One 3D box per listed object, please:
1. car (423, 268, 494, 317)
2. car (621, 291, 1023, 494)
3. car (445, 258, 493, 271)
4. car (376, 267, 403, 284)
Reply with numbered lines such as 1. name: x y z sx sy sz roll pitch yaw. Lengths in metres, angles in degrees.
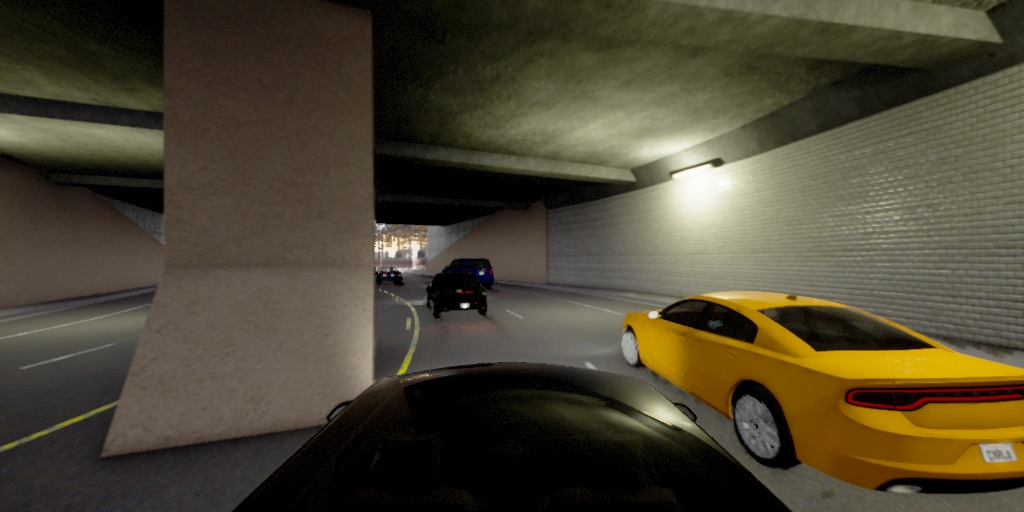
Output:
1. car: -2.260 1.371 13.874 1.837 1.490 4.892 0 -1 -18
2. car: 3.162 1.222 4.940 1.882 1.535 5.008 0 0 -4
3. car: -3.112 1.176 24.205 2.150 2.045 5.566 0 -1 -28
4. car: -10.803 1.628 30.879 2.033 1.411 5.357 0 -1 -30
